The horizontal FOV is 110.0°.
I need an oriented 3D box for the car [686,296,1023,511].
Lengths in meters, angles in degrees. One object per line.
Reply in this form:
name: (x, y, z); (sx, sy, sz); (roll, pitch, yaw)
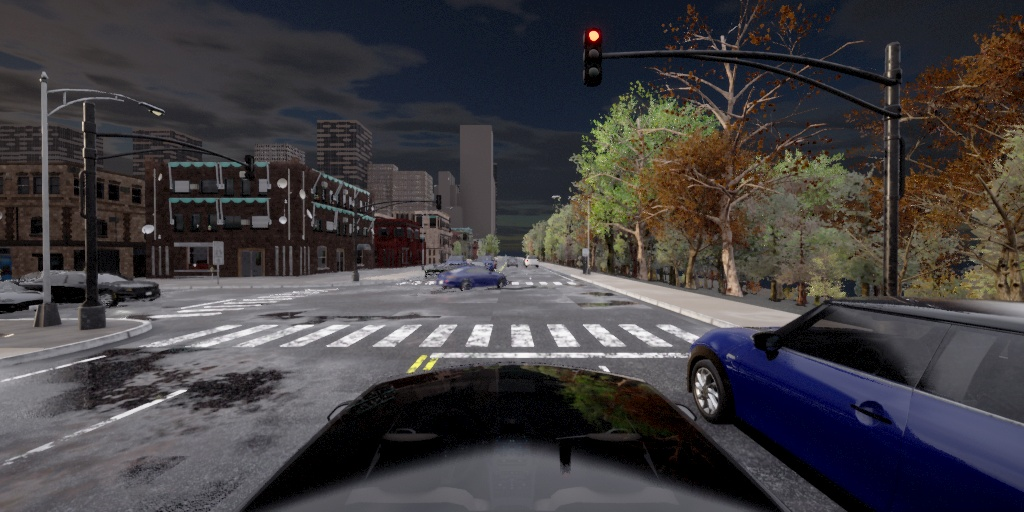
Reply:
car: (3.351, 1.102, 2.900); (2.097, 1.767, 4.553); (0, 0, 0)

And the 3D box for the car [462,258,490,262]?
car: (-3.340, 1.218, 34.015); (1.882, 1.535, 5.008); (0, 0, -2)

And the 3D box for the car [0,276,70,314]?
car: (-19.944, 1.565, 13.361); (4.313, 1.339, 1.948); (0, 0, 0)

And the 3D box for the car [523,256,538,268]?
car: (3.362, 0.950, 61.915); (2.150, 2.045, 5.566); (0, 0, 0)

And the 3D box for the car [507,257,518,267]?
car: (0.110, 1.274, 63.730); (2.033, 1.411, 5.357); (0, 0, 0)

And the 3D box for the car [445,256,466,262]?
car: (-6.574, 0.958, 42.544); (2.150, 2.045, 5.566); (0, 0, 0)

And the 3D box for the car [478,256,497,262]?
car: (-3.333, 0.957, 44.047); (2.150, 2.045, 5.566); (0, 0, 0)

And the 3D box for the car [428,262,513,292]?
car: (-2.340, 1.271, 21.259); (1.812, 1.442, 4.674); (1, 1, 42)

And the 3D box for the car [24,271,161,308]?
car: (-18.747, 1.435, 16.055); (5.008, 1.535, 1.882); (-1, 0, 0)

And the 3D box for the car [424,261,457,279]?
car: (-6.594, 1.341, 32.785); (1.895, 1.301, 4.718); (0, 0, 0)
